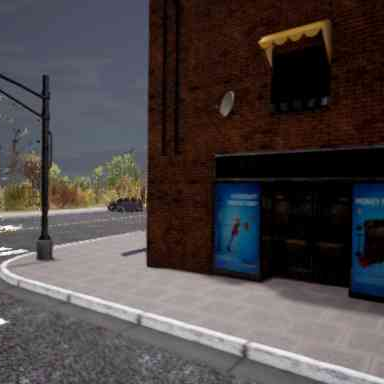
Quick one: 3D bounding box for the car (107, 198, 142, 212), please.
[{"bbox_3d":[-7.503,1.447,37.533,1.837,1.490,4.892,1,1,26],"label":"car"}]
